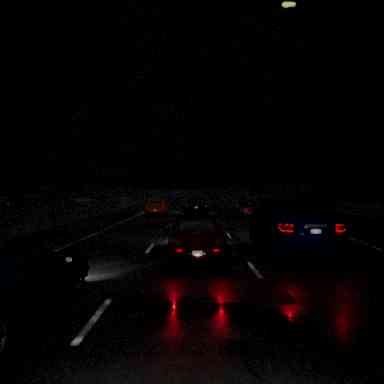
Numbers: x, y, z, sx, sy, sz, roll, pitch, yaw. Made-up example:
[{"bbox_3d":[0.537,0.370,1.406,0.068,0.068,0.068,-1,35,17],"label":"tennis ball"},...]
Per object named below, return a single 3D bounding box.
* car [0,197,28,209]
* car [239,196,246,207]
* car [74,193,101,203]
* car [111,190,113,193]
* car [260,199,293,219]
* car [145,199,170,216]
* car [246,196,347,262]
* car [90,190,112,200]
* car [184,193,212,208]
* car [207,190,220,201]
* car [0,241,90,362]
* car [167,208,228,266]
[{"bbox_3d":[-20.735,1.288,38.069,2.128,1.511,4.902,0,1,1],"label":"car"},{"bbox_3d":[7.497,1.228,45.049,1.812,1.442,4.674,0,1,1],"label":"car"},{"bbox_3d":[-13.676,1.263,42.728,1.812,1.442,4.674,0,1,1],"label":"car"},{"bbox_3d":[-20.193,0.137,79.330,2.097,1.767,4.553,0,1,1],"label":"car"},{"bbox_3d":[7.154,1.397,28.676,1.837,1.490,4.892,0,0,2],"label":"car"},{"bbox_3d":[-3.125,1.352,30.673,1.882,1.535,5.008,0,1,1],"label":"car"},{"bbox_3d":[3.574,1.210,12.190,2.150,2.045,5.566,0,0,1],"label":"car"},{"bbox_3d":[-16.904,0.964,61.974,1.837,1.490,4.892,0,1,1],"label":"car"},{"bbox_3d":[0.358,1.242,29.056,2.097,1.767,4.553,0,1,1],"label":"car"},{"bbox_3d":[4.123,0.959,62.337,1.837,1.490,4.892,0,1,1],"label":"car"},{"bbox_3d":[-3.374,1.548,5.553,2.033,1.411,5.357,0,0,0],"label":"car"},{"bbox_3d":[0.176,1.517,11.464,1.812,1.442,4.674,0,0,1],"label":"car"}]
